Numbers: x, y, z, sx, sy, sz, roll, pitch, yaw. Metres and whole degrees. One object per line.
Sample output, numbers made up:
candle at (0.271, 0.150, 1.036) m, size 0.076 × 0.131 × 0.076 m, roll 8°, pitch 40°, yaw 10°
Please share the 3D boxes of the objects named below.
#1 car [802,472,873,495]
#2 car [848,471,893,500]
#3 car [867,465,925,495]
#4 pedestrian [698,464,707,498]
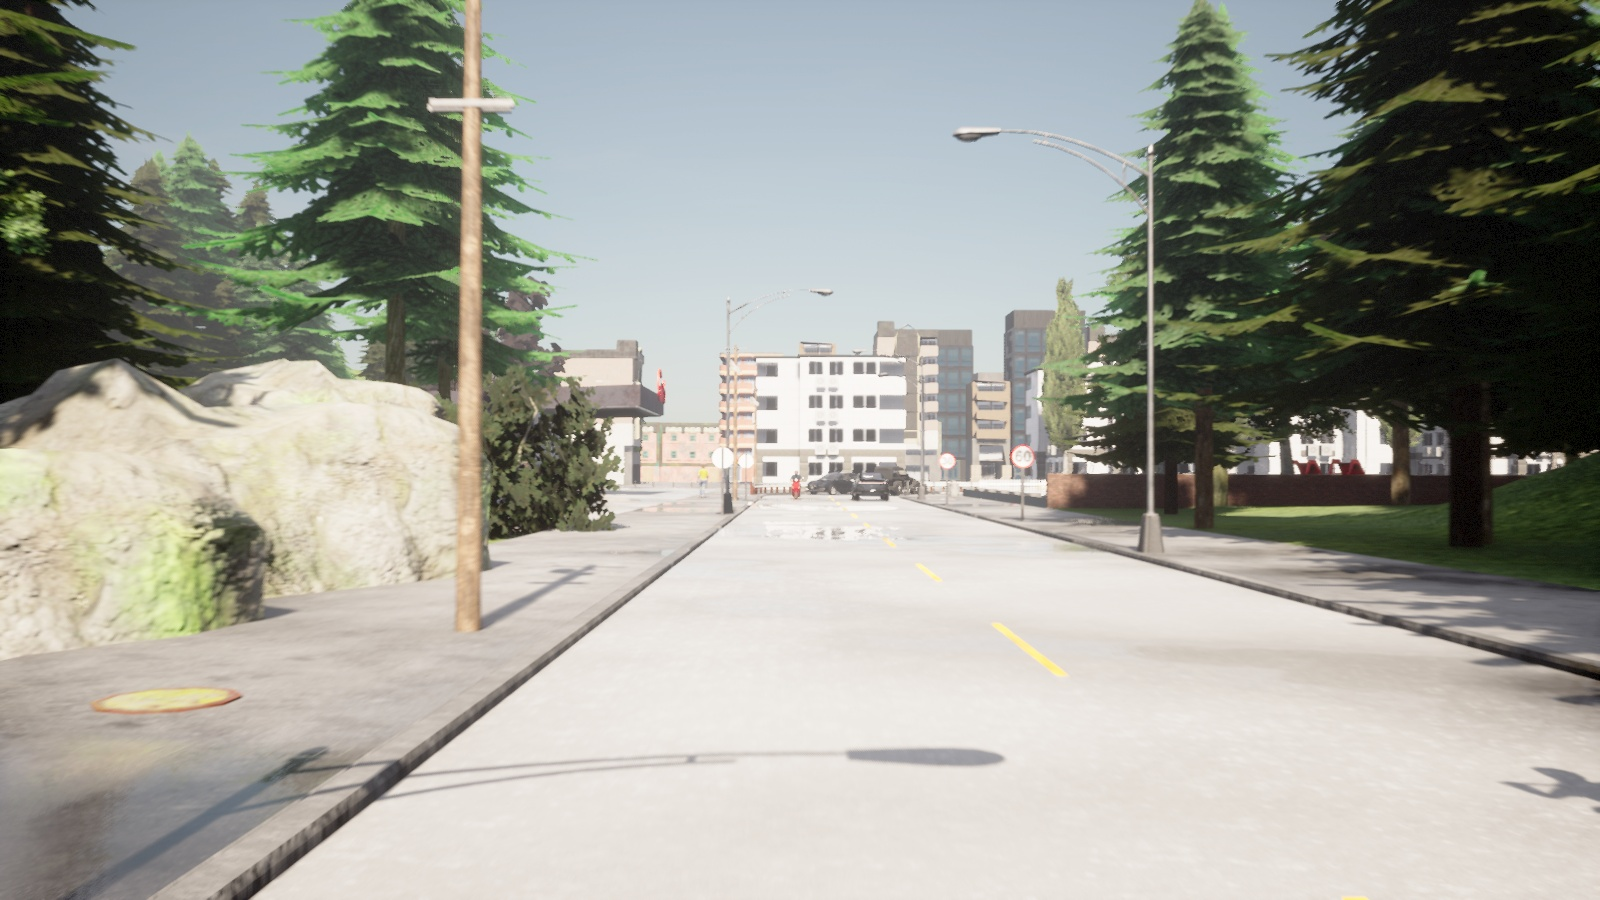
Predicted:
car at (2.464, 2.190, 82.493) m, size 1.837 × 1.490 × 4.892 m, roll -2°, pitch -2°, yaw 44°
car at (3.783, 1.889, 67.865) m, size 2.128 × 1.511 × 4.902 m, roll 0°, pitch -1°, yaw 0°
car at (6.163, 1.932, 80.535) m, size 1.905 × 1.878 × 3.866 m, roll -1°, pitch -1°, yaw 37°
pedestrian at (-5.308, 1.687, 68.325) m, size 0.354 × 1.836 × 0.706 m, roll 0°, pitch -1°, yaw -11°
